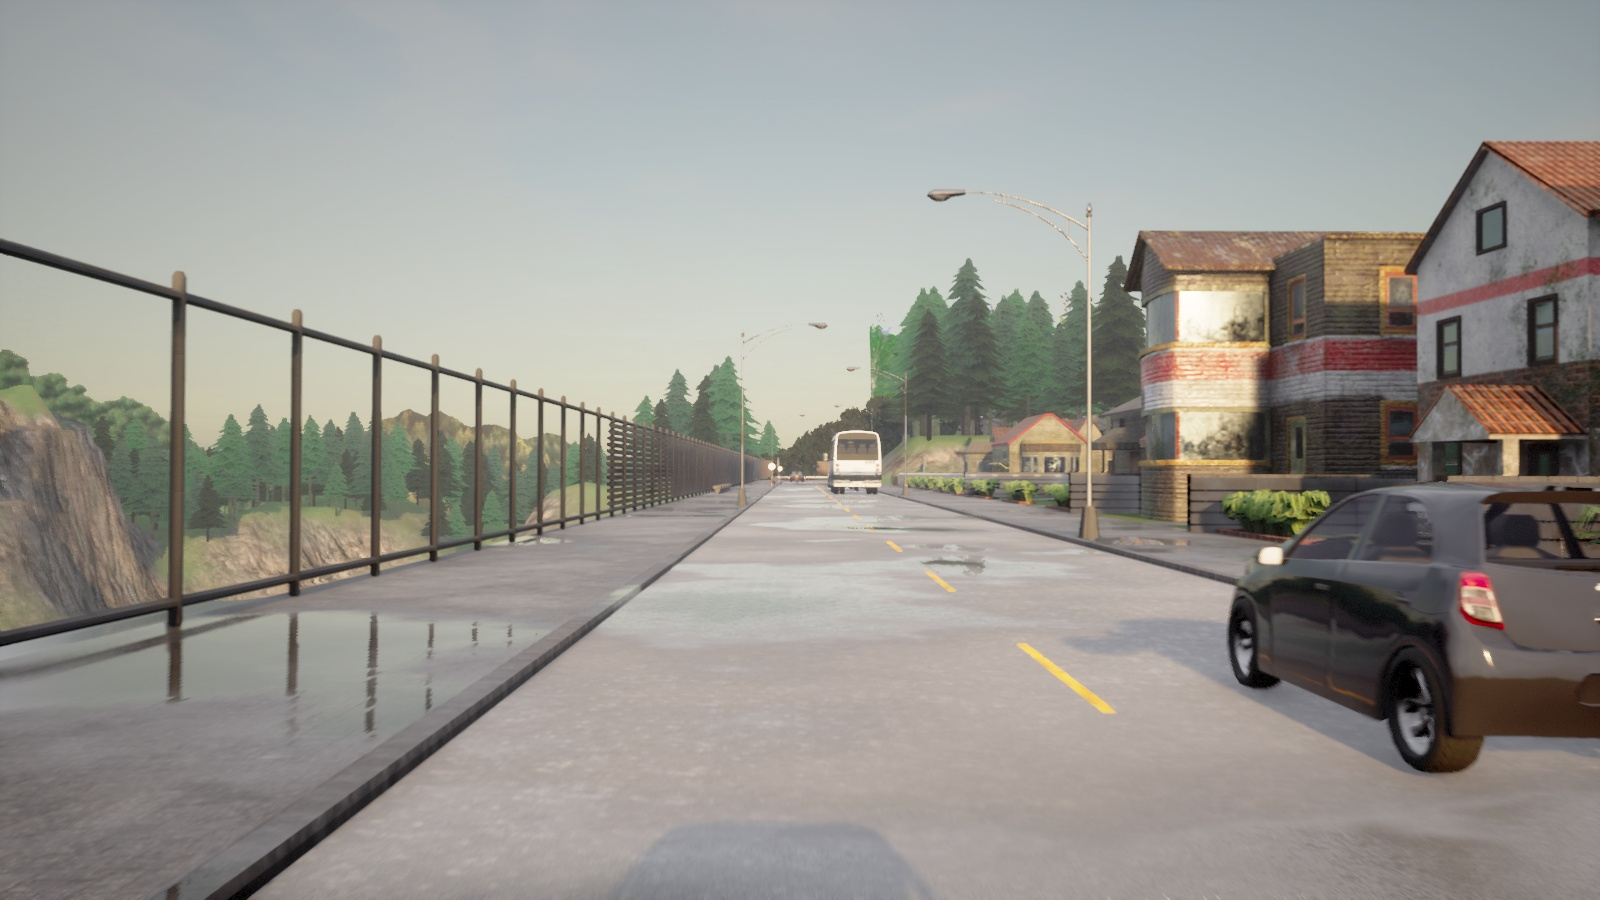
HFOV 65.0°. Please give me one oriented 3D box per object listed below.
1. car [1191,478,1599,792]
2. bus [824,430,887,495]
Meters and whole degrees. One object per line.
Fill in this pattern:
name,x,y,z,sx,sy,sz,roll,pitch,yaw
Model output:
car,3.981,0.946,7.971,1.845,1.501,3.633,0,-1,0
bus,3.781,0.901,88.292,3.944,4.253,10.273,0,-1,0
